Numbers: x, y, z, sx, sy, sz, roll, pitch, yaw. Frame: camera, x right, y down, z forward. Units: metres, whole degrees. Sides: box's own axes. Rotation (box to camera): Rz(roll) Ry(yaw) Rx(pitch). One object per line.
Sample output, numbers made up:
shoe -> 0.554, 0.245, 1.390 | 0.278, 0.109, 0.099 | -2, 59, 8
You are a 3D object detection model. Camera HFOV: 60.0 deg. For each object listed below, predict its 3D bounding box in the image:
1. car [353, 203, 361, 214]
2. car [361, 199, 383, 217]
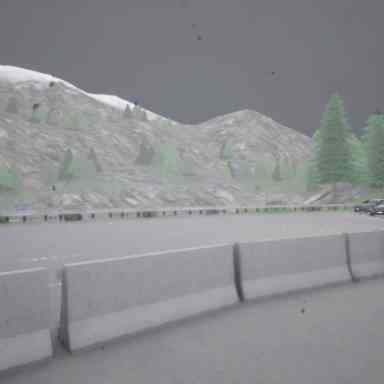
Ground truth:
car -> 18.747, 1.479, 34.160 | 4.892, 1.490, 1.837 | 0, 0, -24
car -> 17.932, 1.484, 29.966 | 4.892, 1.490, 1.837 | 0, 0, -24
